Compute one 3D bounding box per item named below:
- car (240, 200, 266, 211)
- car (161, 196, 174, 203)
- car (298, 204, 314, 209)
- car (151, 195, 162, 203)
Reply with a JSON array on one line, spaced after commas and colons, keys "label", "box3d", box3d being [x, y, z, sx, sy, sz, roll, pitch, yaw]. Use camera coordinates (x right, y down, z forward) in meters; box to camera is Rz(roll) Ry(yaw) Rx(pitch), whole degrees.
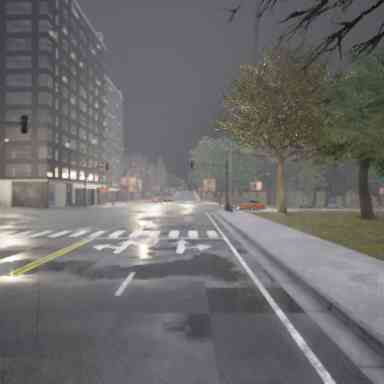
[{"label": "car", "box3d": [9.416, 2.014, 51.169, 4.553, 1.767, 2.097, 2, -2, -45]}, {"label": "car", "box3d": [-6.528, 2.270, 90.159, 1.895, 1.301, 4.718, 0, -1, 0]}, {"label": "car", "box3d": [26.720, 3.360, 77.724, 1.895, 1.301, 4.718, 0, -2, 45]}, {"label": "car", "box3d": [-9.778, 1.900, 90.127, 2.150, 2.045, 5.566, 0, -1, 0]}]
